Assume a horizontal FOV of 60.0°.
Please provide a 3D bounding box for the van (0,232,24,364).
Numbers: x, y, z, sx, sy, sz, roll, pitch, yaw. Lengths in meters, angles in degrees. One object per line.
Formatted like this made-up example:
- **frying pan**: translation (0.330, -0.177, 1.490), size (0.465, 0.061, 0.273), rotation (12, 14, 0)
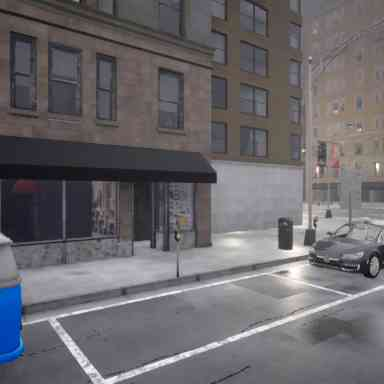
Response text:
- **van**: translation (-3.906, 1.341, 3.401), size (3.998, 1.788, 1.690), rotation (0, 0, -36)

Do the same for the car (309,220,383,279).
- **car**: translation (5.304, 1.550, 9.990), size (4.403, 1.369, 2.008), rotation (0, 0, -36)
